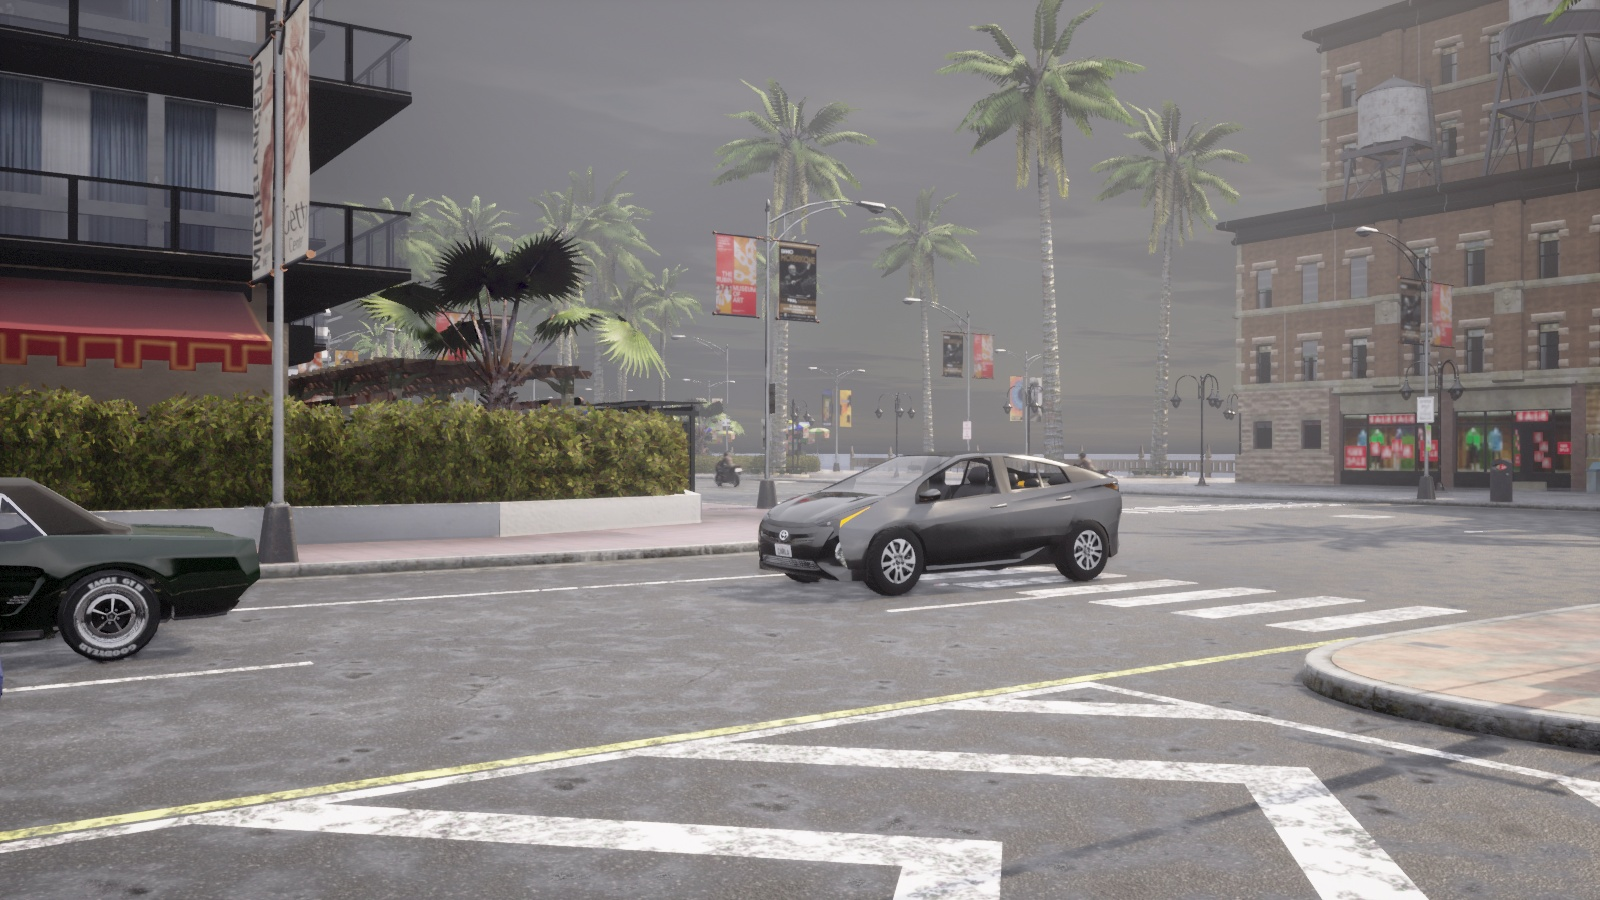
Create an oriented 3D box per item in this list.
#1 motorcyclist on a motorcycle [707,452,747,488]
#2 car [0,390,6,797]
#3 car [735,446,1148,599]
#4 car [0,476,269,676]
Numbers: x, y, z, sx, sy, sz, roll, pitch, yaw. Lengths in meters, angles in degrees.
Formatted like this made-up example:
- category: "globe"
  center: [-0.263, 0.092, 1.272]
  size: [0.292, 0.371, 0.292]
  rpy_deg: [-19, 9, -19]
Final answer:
- category: "motorcyclist on a motorcycle"
  center: [-3.195, 0.867, 54.482]
  size: [0.797, 1.523, 2.044]
  rpy_deg: [0, 0, -34]
- category: "car"
  center: [-5.925, 0.628, 5.020]
  size: [4.553, 1.767, 2.097]
  rpy_deg: [0, 0, -35]
- category: "car"
  center: [1.705, 0.724, 14.580]
  size: [4.514, 1.525, 2.007]
  rpy_deg: [0, 0, -33]
- category: "car"
  center: [-6.481, 0.881, 8.894]
  size: [4.718, 1.301, 1.895]
  rpy_deg: [0, 0, -35]
